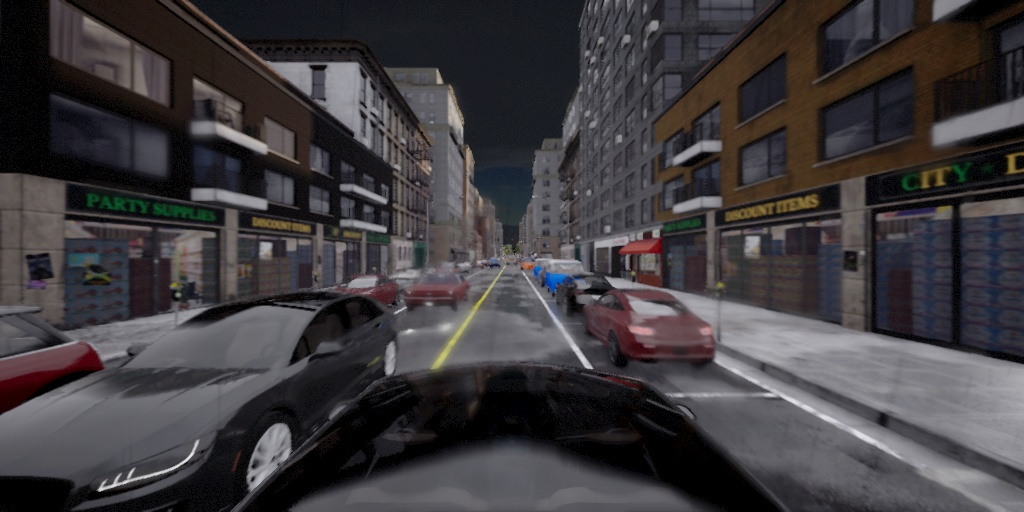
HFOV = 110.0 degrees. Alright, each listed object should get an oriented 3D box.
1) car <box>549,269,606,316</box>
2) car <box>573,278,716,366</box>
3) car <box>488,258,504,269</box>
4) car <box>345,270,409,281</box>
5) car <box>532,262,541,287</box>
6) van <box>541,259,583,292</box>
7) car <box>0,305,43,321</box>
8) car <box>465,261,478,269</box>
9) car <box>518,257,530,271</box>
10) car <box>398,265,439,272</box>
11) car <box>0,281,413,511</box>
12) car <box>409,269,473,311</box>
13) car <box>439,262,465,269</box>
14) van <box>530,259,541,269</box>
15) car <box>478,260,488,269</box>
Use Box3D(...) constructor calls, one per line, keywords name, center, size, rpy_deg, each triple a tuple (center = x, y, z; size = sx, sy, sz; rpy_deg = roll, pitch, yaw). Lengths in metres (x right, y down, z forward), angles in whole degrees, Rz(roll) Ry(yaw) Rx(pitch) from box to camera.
Box3D(name="car", center=(2.642, 1.322, 13.190), size=(1.948, 1.339, 4.313), rpy_deg=(0, 0, 0))
Box3D(name="car", center=(2.640, 1.334, 7.680), size=(1.802, 1.307, 4.207), rpy_deg=(0, 0, 0))
Box3D(name="car", center=(-2.768, 1.420, 59.404), size=(1.895, 1.301, 4.718), rpy_deg=(0, 0, 1))
Box3D(name="car", center=(-5.382, 1.339, 13.193), size=(1.802, 1.307, 4.207), rpy_deg=(0, 0, 0))
Box3D(name="car", center=(2.647, 1.317, 24.211), size=(2.007, 1.370, 4.403), rpy_deg=(0, 0, 0))
Box3D(name="van", center=(2.645, 1.101, 18.700), size=(1.690, 1.789, 3.998), rpy_deg=(0, 0, 0))
Box3D(name="car", center=(-5.387, 1.191, 2.172), size=(1.967, 1.591, 4.097), rpy_deg=(0, 0, 0))
Box3D(name="car", center=(-5.371, 1.341, 40.746), size=(2.007, 1.370, 4.403), rpy_deg=(0, 0, 0))
Box3D(name="car", center=(2.283, 1.158, 50.597), size=(2.097, 1.767, 4.553), rpy_deg=(0, 0, 0))
Box3D(name="car", center=(-5.380, 1.312, 18.704), size=(2.007, 1.370, 4.403), rpy_deg=(0, 0, 0))
Box3D(name="car", center=(-2.846, 1.257, 4.381), size=(1.837, 1.490, 4.892), rpy_deg=(0, 0, 0))
Box3D(name="car", center=(-2.832, 1.358, 14.569), size=(1.895, 1.301, 4.718), rpy_deg=(0, 0, 0))
Box3D(name="car", center=(-5.376, 1.214, 29.725), size=(1.967, 1.591, 4.097), rpy_deg=(0, 0, 0))
Box3D(name="van", center=(2.650, 1.114, 29.721), size=(1.690, 1.789, 3.998), rpy_deg=(0, 0, 0))
Box3D(name="car", center=(-5.364, 1.398, 57.280), size=(1.802, 1.307, 4.207), rpy_deg=(0, 0, 0))
